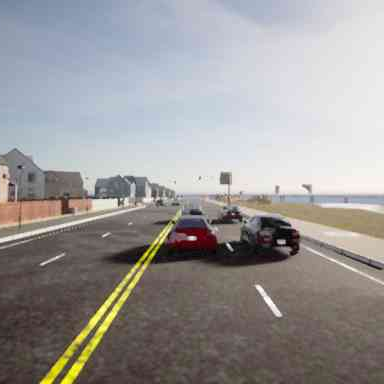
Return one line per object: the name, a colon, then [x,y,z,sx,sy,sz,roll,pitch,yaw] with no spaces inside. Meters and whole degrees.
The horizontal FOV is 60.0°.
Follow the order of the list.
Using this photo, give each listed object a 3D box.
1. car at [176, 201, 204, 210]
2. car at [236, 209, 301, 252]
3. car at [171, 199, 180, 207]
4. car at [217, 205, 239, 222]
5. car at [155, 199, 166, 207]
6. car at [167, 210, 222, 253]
car: [0.015,1.777,29.289,2.128,1.511,4.902,0,0,0]
car: [3.259,1.663,14.373,1.812,1.442,4.674,0,0,0]
car: [-3.222,2.244,68.413,2.033,1.411,5.357,0,-1,0]
car: [3.262,1.829,28.975,2.033,1.411,5.357,0,-1,0]
car: [-6.474,2.209,68.180,1.837,1.490,4.892,0,-1,0]
car: [0.008,1.701,14.304,1.994,1.385,4.181,0,-1,0]
